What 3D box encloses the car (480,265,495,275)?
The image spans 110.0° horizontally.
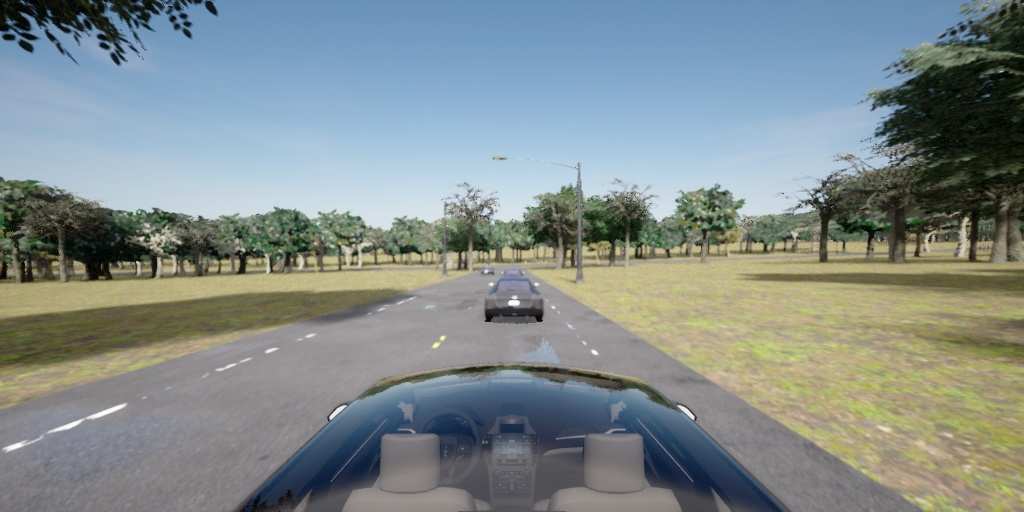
[{"bbox_3d":[-3.570,2.054,52.536,2.128,1.511,4.902,0,-1,0],"label":"car"}]

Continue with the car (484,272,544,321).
[{"bbox_3d":[0.072,1.449,13.078,1.994,1.385,4.181,0,-1,0],"label":"car"}]

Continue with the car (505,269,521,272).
[{"bbox_3d":[0.070,1.703,28.113,1.994,1.385,4.181,0,-1,0],"label":"car"}]
